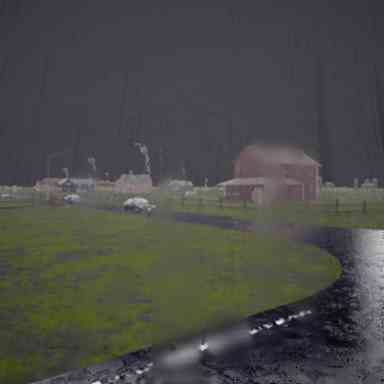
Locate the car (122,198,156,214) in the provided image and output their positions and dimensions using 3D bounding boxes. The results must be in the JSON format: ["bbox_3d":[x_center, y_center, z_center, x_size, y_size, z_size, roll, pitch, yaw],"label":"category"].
[{"bbox_3d":[-5.134,1.268,31.756,1.812,1.442,4.674,0,0,-35],"label":"car"}]

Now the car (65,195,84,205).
[{"bbox_3d":[-17.542,1.112,49.474,1.812,1.442,4.674,0,0,-35],"label":"car"}]
